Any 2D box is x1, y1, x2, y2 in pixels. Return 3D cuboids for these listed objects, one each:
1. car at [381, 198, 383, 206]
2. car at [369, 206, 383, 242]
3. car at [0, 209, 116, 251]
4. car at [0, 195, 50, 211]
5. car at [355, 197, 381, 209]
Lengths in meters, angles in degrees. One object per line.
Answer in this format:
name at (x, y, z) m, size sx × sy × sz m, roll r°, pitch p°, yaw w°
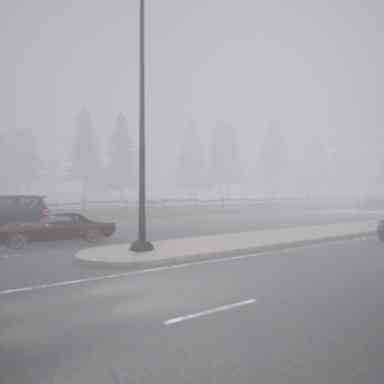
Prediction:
car at (24.693, 1.363, 38.830) m, size 4.902 × 1.511 × 2.128 m, roll 0°, pitch 0°, yaw -34°
car at (10.002, 1.477, 14.723) m, size 4.674 × 1.442 × 1.812 m, roll 0°, pitch 0°, yaw -34°
car at (-5.765, 1.544, 13.976) m, size 4.718 × 1.301 × 1.895 m, roll 0°, pitch 0°, yaw -33°
car at (-9.605, 1.156, 15.670) m, size 5.566 × 2.045 × 2.150 m, roll 0°, pitch 0°, yaw -32°
car at (22.213, 1.352, 41.373) m, size 4.902 × 1.511 × 2.128 m, roll 0°, pitch 0°, yaw -34°
